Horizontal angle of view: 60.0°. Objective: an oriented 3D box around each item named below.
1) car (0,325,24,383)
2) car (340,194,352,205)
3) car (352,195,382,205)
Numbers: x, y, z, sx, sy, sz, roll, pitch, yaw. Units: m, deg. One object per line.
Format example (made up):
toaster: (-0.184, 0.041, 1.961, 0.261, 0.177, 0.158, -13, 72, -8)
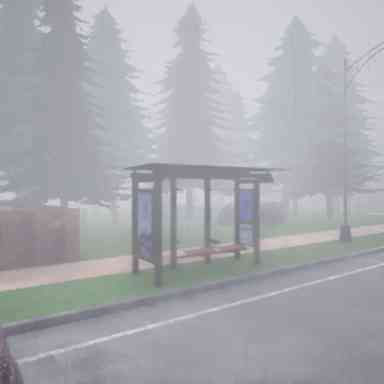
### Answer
car: (-3.399, 1.533, 1.555, 4.674, 1.442, 1.812, 0, 0, -36)
car: (24.203, 0.968, 50.605, 3.866, 1.878, 1.905, 0, 0, -37)
car: (26.020, 0.964, 48.824, 4.605, 1.855, 1.932, 0, 0, -37)
